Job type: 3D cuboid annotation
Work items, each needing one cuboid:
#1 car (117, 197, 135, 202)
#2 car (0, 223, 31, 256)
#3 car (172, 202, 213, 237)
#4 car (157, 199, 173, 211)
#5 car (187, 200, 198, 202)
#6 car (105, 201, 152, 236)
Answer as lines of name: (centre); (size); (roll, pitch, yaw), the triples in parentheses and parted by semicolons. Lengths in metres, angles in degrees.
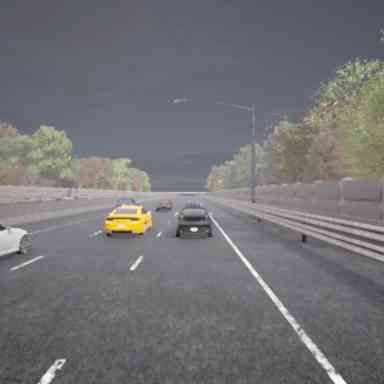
car: (-6.904, 1.425, 35.463); (2.097, 1.767, 4.553); (0, 0, 0)
car: (-6.898, 1.538, 10.412); (1.812, 1.442, 4.674); (0, 0, 0)
car: (0.100, 1.539, 18.328); (1.837, 1.490, 4.892); (0, 0, 0)
car: (-3.408, 1.645, 42.554); (2.033, 1.411, 5.357); (0, 0, 0)
car: (0.091, 1.709, 45.379); (1.895, 1.301, 4.718); (0, 0, 0)
car: (-3.402, 1.509, 18.551); (1.882, 1.535, 5.008); (0, 0, 0)
